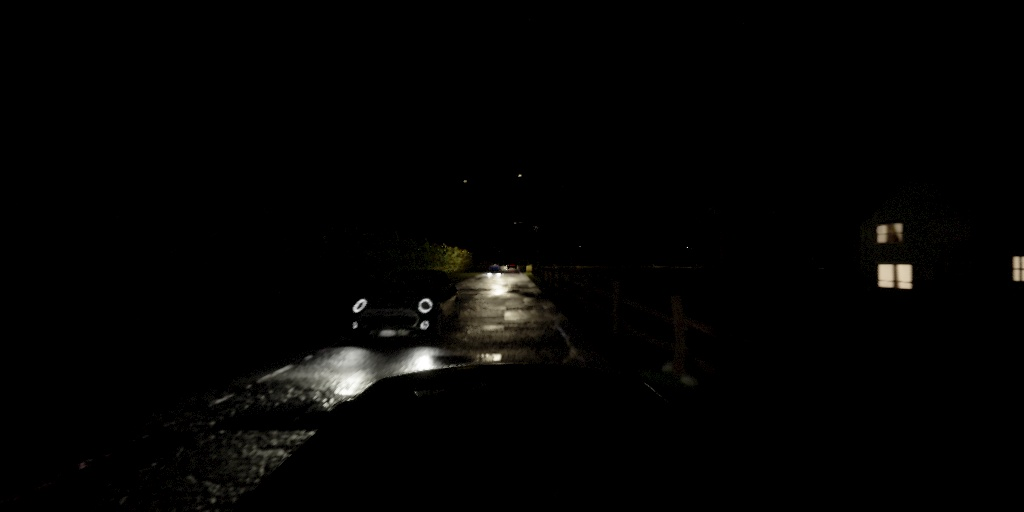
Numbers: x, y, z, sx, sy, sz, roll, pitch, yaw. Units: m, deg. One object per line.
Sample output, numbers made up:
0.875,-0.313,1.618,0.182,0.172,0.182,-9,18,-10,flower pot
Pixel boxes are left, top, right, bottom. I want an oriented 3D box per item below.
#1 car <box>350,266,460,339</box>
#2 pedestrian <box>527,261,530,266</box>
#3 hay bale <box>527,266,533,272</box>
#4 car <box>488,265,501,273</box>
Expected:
-2.846,1.203,10.463,2.097,1.767,4.553,0,-1,0,car
2.829,1.812,62.442,0.375,1.860,0.375,0,0,-2,pedestrian
3.129,2.151,61.336,1.220,1.180,1.240,0,0,0,hay bale
-2.782,2.047,57.740,1.895,1.301,4.718,0,-1,1,car
